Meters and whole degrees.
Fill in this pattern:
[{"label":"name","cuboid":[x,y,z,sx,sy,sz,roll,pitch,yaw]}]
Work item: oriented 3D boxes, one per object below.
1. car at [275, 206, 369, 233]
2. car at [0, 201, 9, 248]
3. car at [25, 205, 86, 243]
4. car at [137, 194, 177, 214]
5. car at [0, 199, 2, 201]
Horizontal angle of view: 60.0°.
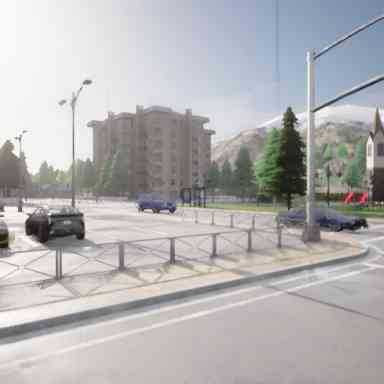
[{"label":"car","cuboid":[7.628,1.546,20.115,2.033,1.411,5.357,0,0,-36]},{"label":"car","cuboid":[-8.866,1.331,13.438,2.152,1.636,5.027,0,0,-36]},{"label":"car","cuboid":[-6.353,1.339,15.316,2.007,1.523,4.514,0,0,-36]},{"label":"car","cuboid":[-3.859,1.220,35.718,2.150,2.045,5.566,0,0,-36]},{"label":"car","cuboid":[-21.596,1.374,36.422,1.845,1.501,3.633,0,0,-36]}]
